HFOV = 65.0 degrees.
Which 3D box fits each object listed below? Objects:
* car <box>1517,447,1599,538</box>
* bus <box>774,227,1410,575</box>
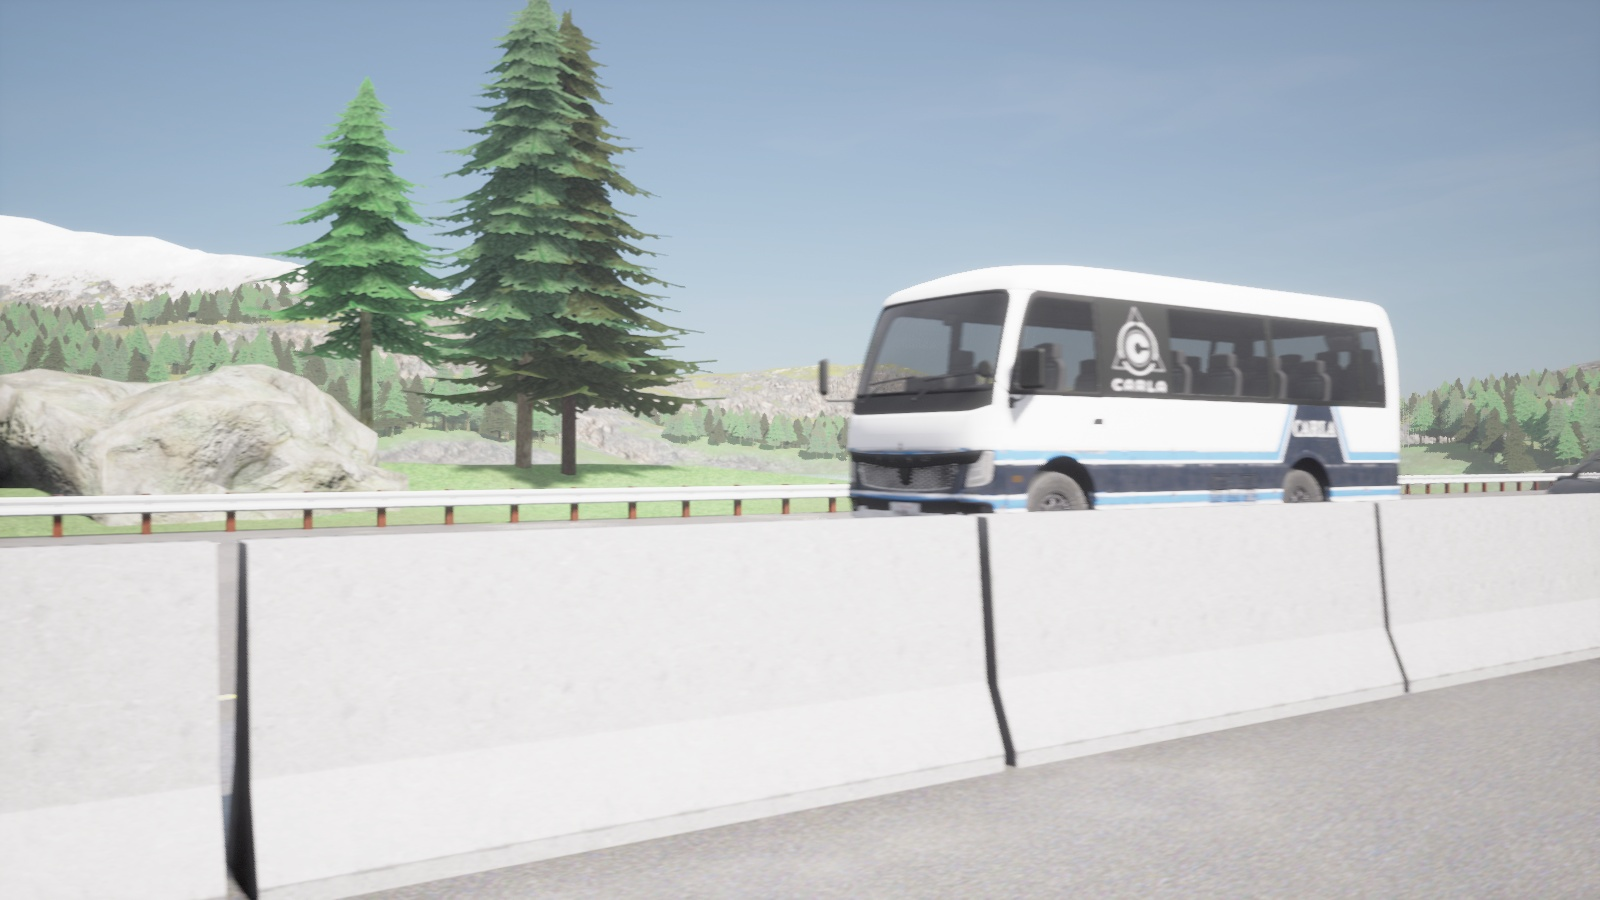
[{"bbox_3d":[15.138,0.715,22.722,4.514,1.525,2.007,0,0,-35],"label":"car"},{"bbox_3d":[4.955,-0.593,19.905,10.273,4.253,3.944,0,0,-35],"label":"bus"}]
